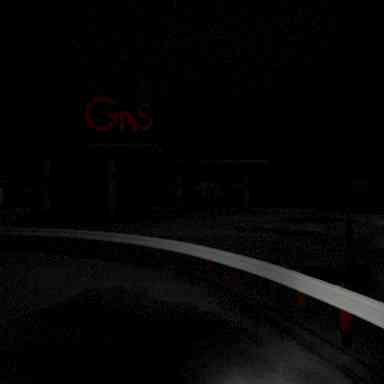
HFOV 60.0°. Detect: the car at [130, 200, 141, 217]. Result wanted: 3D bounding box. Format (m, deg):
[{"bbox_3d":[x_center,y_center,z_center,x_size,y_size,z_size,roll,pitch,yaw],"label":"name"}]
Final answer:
[{"bbox_3d":[-6.740,1.530,31.360,3.633,1.501,1.845,0,0,4],"label":"car"}]
